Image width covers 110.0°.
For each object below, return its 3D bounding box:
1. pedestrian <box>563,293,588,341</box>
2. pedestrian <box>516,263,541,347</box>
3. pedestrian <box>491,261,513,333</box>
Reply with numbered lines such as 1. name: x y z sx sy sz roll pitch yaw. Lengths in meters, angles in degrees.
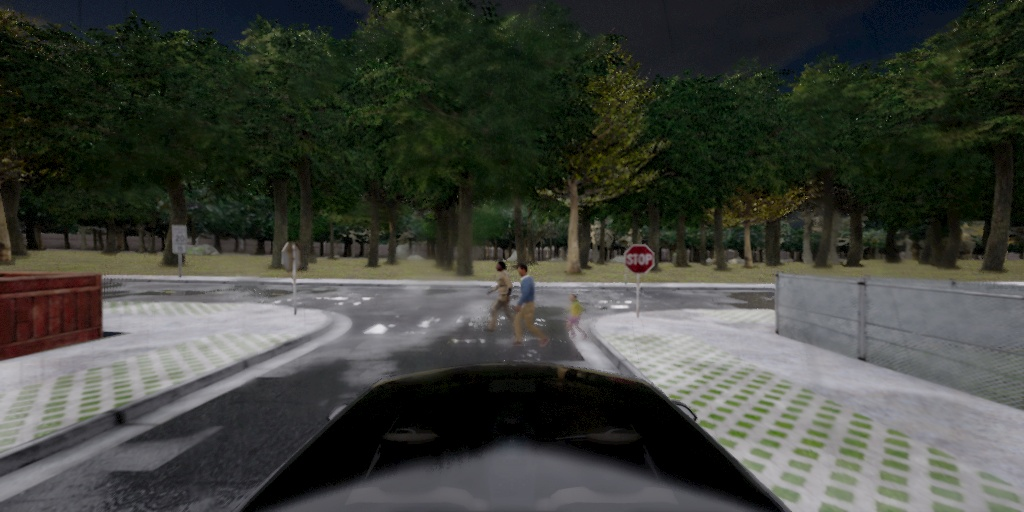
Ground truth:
1. pedestrian: 1.487 1.366 8.198 0.500 1.100 0.500 -1 2 0
2. pedestrian: 0.345 0.991 7.585 0.375 1.860 0.375 -1 2 0
3. pedestrian: -0.250 0.981 8.785 0.375 1.860 0.375 -1 2 0
